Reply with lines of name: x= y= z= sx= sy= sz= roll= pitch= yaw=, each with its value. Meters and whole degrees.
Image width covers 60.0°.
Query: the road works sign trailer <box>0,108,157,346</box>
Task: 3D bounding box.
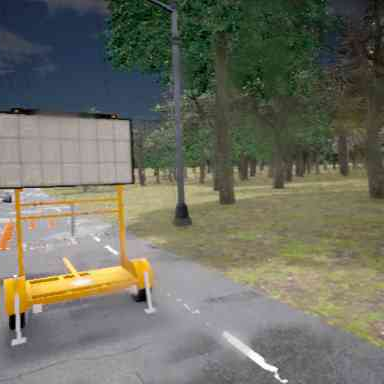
road works sign trailer: x=-2.307 y=0.299 z=6.361 sx=2.380 sy=3.560 sz=2.880 roll=-3 pitch=2 yaw=-29

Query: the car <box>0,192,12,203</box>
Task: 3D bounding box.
car: x=-25.306 y=0.754 z=44.671 sx=2.128 sy=1.511 sz=4.902 roll=-3 pitch=2 yaw=-26
